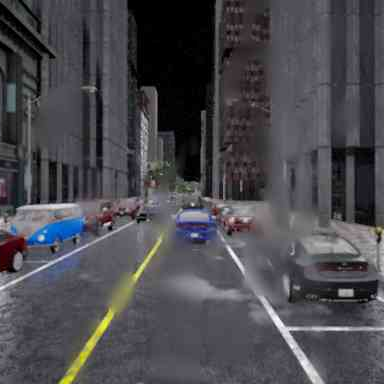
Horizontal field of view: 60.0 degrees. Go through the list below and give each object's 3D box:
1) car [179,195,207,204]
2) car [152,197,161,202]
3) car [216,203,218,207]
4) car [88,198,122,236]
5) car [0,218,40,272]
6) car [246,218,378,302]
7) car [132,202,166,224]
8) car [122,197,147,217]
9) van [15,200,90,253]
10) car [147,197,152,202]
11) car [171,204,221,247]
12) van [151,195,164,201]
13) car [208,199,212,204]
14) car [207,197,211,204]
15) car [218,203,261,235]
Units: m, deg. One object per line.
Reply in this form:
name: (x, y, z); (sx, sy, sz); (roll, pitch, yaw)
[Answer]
car: (0.098, 1.344, 34.488); (2.150, 2.045, 5.566); (0, 0, 0)
car: (-5.767, 1.765, 46.224); (1.802, 1.307, 4.206); (0, 0, 0)
car: (2.762, 1.667, 24.468); (1.802, 1.307, 4.206); (0, 0, 0)
car: (-5.763, 1.382, 19.022); (2.192, 1.841, 5.009); (0, 0, 0)
car: (-5.763, 1.574, 8.138); (1.887, 1.381, 4.507); (0, 0, 0)
car: (2.763, 1.579, 8.145); (2.008, 1.369, 4.403); (0, 0, 0)
car: (-3.103, 1.690, 25.701); (1.895, 1.301, 4.718); (0, 0, 0)
car: (-5.764, 1.419, 29.904); (2.192, 1.841, 5.009); (0, 0, 0)
van: (-5.763, 1.389, 13.580); (1.690, 1.788, 3.998); (0, 0, 0)
car: (-5.765, 1.566, 35.345); (1.967, 1.590, 4.097); (0, 0, 0)
car: (0.097, 1.531, 15.306); (1.882, 1.535, 5.008); (0, 0, 0)
van: (-5.767, 1.554, 51.667); (1.690, 1.788, 3.998); (0, 0, 0)
car: (2.761, 1.649, 29.908); (1.887, 1.381, 4.507); (0, 0, 0)
car: (2.758, 1.714, 62.551); (1.967, 1.590, 4.097); (0, 0, 0)
car: (2.762, 1.506, 19.027); (1.967, 1.590, 4.097); (0, 0, 0)
